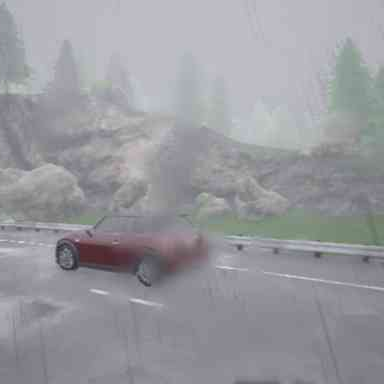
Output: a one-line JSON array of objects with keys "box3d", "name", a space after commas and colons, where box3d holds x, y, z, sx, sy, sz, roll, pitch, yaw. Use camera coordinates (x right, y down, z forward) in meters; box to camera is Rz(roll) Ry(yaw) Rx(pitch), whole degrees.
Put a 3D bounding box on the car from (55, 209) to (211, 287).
[{"box3d": [-1.811, 1.329, 9.442, 4.553, 1.767, 2.097, -1, 0, 33], "name": "car"}]
